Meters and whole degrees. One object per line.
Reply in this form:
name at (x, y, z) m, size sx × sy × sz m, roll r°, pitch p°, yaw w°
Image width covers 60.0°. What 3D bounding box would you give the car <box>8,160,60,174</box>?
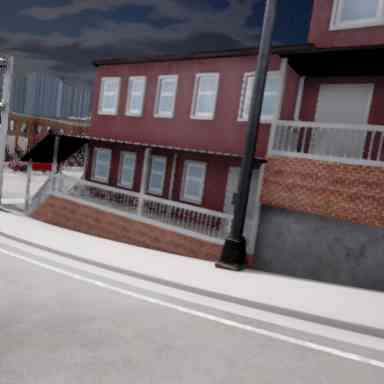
car at (-17.235, -3.046, 36.926) m, size 2.150 × 2.045 × 5.566 m, roll 12°, pitch 7°, yaw 35°
